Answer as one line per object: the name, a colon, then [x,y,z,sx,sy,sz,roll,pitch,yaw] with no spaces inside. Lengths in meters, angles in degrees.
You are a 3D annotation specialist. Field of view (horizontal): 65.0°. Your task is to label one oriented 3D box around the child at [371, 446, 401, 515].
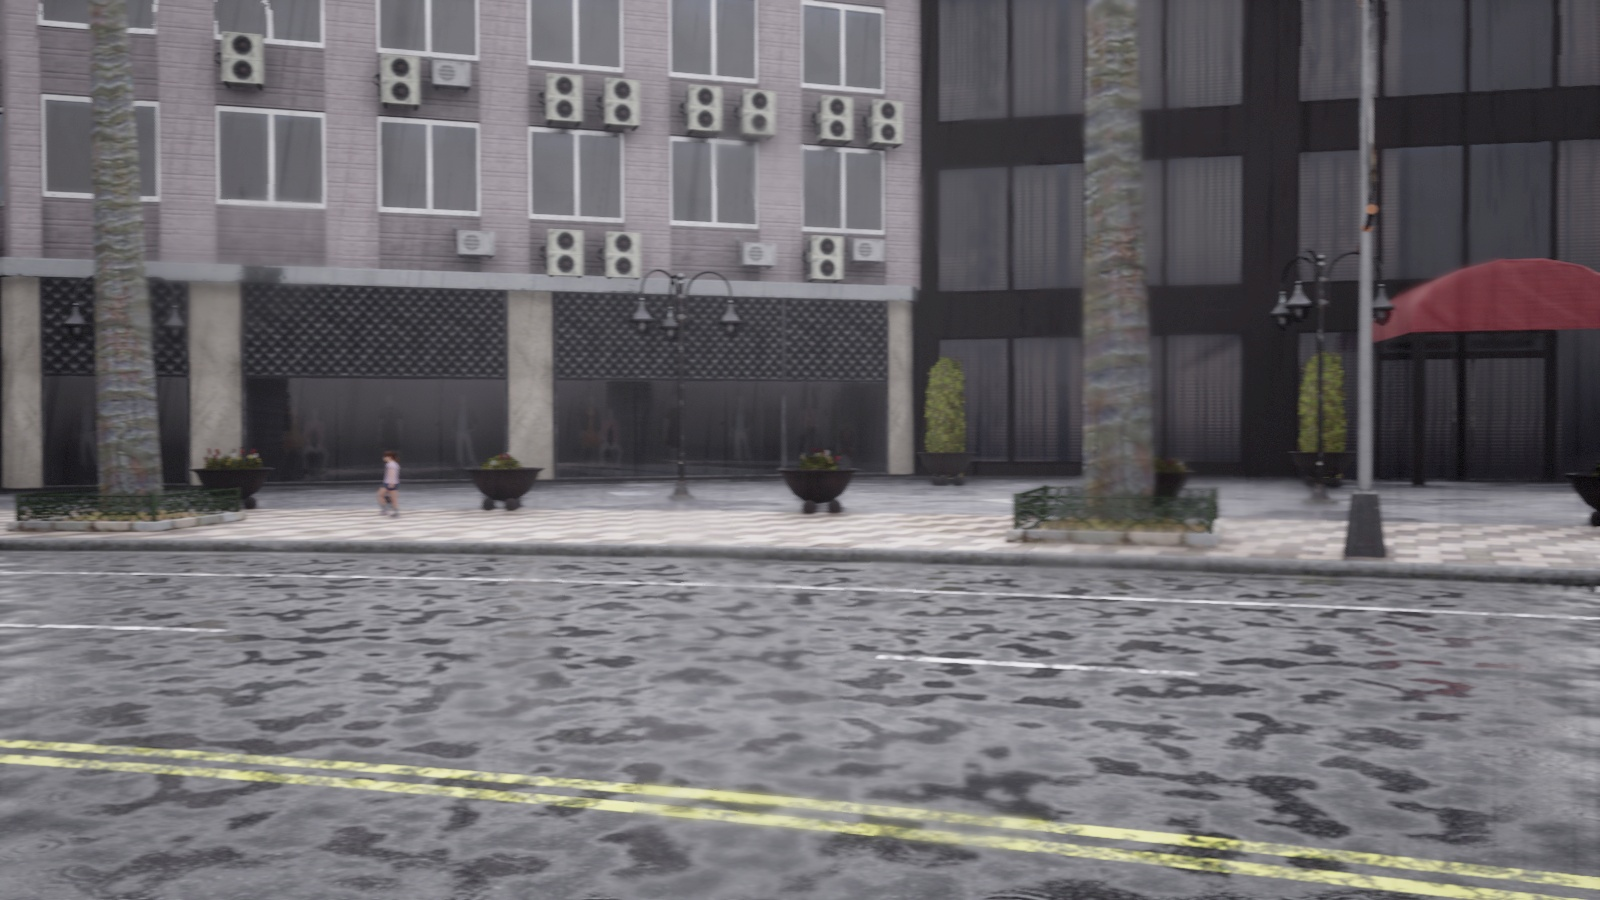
child: [-6.771,0.490,20.532,0.394,1.110,0.255,0,1,7]
